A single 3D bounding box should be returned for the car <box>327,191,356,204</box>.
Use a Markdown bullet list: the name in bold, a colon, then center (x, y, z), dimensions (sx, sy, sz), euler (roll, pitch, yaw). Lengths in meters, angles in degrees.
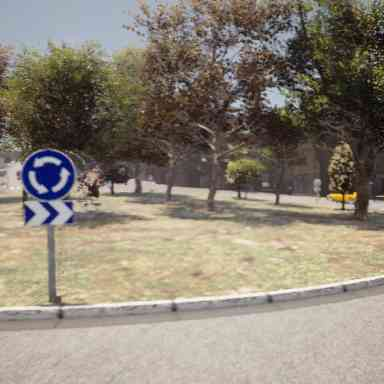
- **car**: center (18.933, 0.589, 40.678), dimensions (1.882, 1.535, 5.008), euler (0, 3, -25)
